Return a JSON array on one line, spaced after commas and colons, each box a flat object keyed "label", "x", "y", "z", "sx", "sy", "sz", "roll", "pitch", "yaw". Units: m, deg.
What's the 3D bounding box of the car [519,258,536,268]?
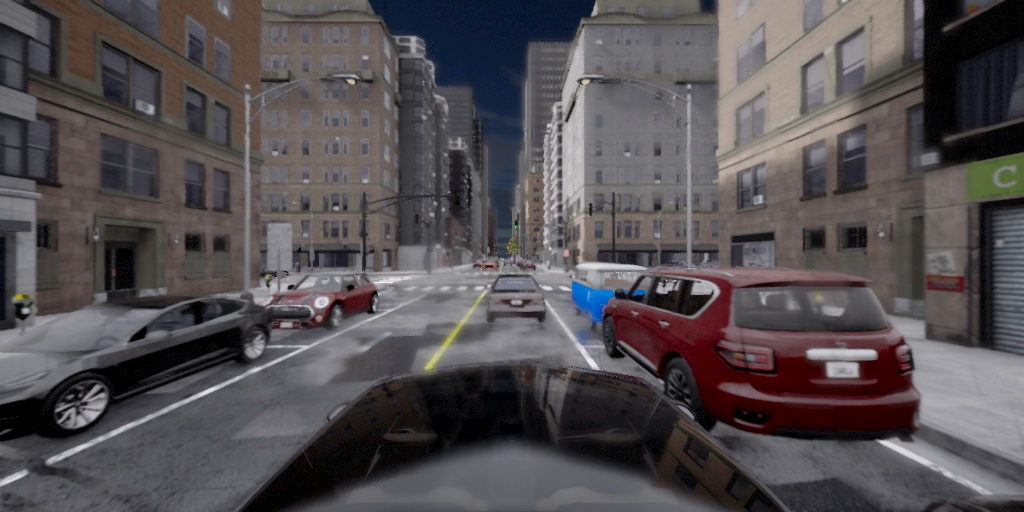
[{"label": "car", "x": 2.576, "y": 1.343, "z": 54.896, "sx": 1.967, "sy": 1.591, "sz": 4.097, "roll": 0, "pitch": 0, "yaw": -1}]

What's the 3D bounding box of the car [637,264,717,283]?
[{"label": "car", "x": 12.821, "y": 1.343, "z": 28.165, "sx": 5.357, "sy": 1.411, "sz": 2.033, "roll": 0, "pitch": 0, "yaw": 4}]

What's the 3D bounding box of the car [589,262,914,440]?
[{"label": "car", "x": 2.858, "y": 1.074, "z": 5.483, "sx": 2.192, "sy": 1.841, "sz": 5.009, "roll": 0, "pitch": 0, "yaw": 0}]

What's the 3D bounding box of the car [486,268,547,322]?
[{"label": "car", "x": 0.106, "y": 1.323, "z": 12.352, "sx": 2.033, "sy": 1.411, "sz": 5.357, "roll": 0, "pitch": 0, "yaw": -1}]

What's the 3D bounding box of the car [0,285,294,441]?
[{"label": "car", "x": -5.668, "y": 1.325, "z": 5.477, "sx": 1.948, "sy": 1.339, "sz": 4.313, "roll": 0, "pitch": 0, "yaw": 0}]

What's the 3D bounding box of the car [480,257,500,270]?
[{"label": "car", "x": -3.353, "y": 1.254, "z": 54.645, "sx": 2.097, "sy": 1.767, "sz": 4.553, "roll": 0, "pitch": 0, "yaw": -1}]

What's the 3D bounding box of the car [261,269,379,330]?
[{"label": "car", "x": -5.668, "y": 1.212, "z": 11.002, "sx": 1.967, "sy": 1.591, "sz": 4.097, "roll": 0, "pitch": 0, "yaw": 0}]

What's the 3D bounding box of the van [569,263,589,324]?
[{"label": "van", "x": 2.858, "y": 1.113, "z": 11.007, "sx": 1.690, "sy": 1.789, "sz": 3.998, "roll": 0, "pitch": 0, "yaw": 0}]

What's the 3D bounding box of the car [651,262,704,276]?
[{"label": "car", "x": 17.407, "y": 1.354, "z": 37.826, "sx": 4.674, "sy": 1.442, "sz": 1.812, "roll": 0, "pitch": 0, "yaw": 0}]

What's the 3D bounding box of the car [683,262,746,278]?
[{"label": "car", "x": 19.429, "y": 1.308, "z": 34.588, "sx": 4.902, "sy": 1.511, "sz": 2.128, "roll": 0, "pitch": 0, "yaw": 0}]

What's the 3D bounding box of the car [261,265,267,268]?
[{"label": "car", "x": -21.879, "y": 1.441, "z": 30.910, "sx": 4.718, "sy": 1.301, "sz": 1.895, "roll": 0, "pitch": 0, "yaw": 0}]
